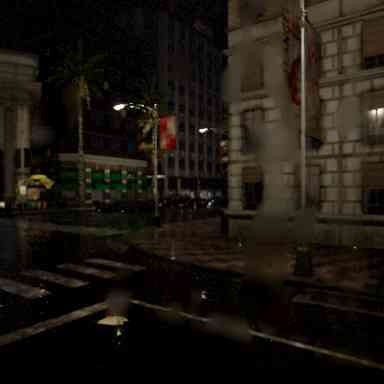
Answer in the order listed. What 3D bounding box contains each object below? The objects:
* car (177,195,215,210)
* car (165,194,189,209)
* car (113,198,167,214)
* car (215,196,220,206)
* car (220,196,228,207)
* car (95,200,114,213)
[{"bbox_3d":[0.575,1.541,44.197,1.837,1.490,4.892,0,0,38],"label":"car"},{"bbox_3d":[-2.340,1.262,46.165,2.150,2.045,5.566,0,0,38],"label":"car"},{"bbox_3d":[-5.511,1.584,36.014,2.033,1.411,5.357,0,0,36],"label":"car"},{"bbox_3d":[4.081,1.392,53.757,4.553,1.767,2.097,0,0,-45],"label":"car"},{"bbox_3d":[7.002,1.635,51.723,4.718,1.301,1.895,0,0,-44],"label":"car"},{"bbox_3d":[-8.408,1.589,37.978,2.033,1.411,5.357,0,0,36],"label":"car"}]
